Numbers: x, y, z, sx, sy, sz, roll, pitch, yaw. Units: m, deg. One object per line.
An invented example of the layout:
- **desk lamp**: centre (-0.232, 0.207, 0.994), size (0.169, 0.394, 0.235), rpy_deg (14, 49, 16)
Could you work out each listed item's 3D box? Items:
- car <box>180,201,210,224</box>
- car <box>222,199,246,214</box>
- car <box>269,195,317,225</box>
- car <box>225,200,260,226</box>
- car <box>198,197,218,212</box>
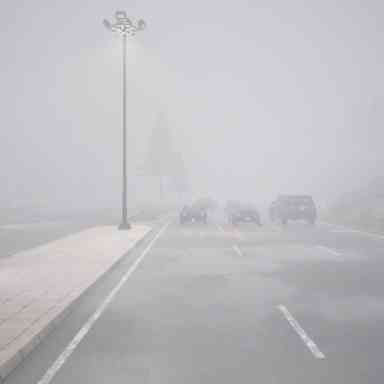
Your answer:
- **car**: centre (0.143, 1.601, 25.025), size (1.895, 1.301, 4.718), rpy_deg (0, 0, 1)
- **car**: centre (4.737, 1.547, 36.464), size (2.033, 1.411, 5.357), rpy_deg (0, 0, 14)
- **car**: centre (7.130, 1.218, 24.057), size (2.150, 2.045, 5.566), rpy_deg (0, 0, 0)
- **car**: centre (3.619, 1.525, 23.491), size (1.812, 1.442, 4.674), rpy_deg (0, 0, 1)
- **car**: centre (1.771, 1.353, 38.720), size (2.097, 1.767, 4.553), rpy_deg (0, 0, 13)
